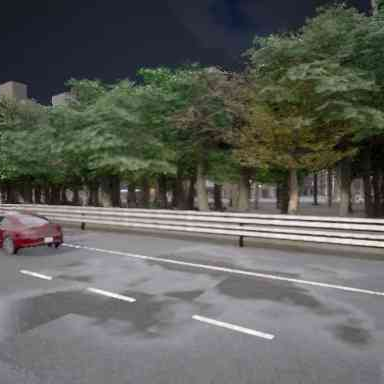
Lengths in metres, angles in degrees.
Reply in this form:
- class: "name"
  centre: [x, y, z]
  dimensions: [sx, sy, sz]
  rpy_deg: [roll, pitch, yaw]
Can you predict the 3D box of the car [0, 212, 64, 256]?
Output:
- class: "car"
  centre: [-6.955, 1.532, 13.145]
  dimensions: [4.674, 1.442, 1.812]
  rpy_deg: [0, 0, 36]
